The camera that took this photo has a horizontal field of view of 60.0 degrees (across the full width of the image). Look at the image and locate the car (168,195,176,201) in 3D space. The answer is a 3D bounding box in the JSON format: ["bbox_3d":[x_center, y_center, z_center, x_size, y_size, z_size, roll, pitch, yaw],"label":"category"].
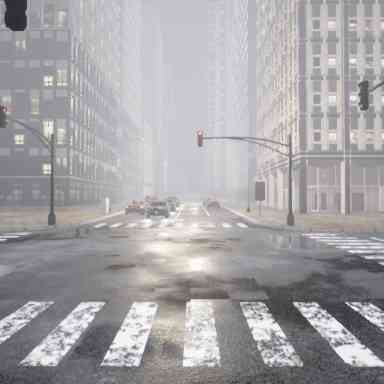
[{"bbox_3d":[-5.322,1.586,89.548,2.008,1.369,4.403,1,0,0],"label":"car"}]

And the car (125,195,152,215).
[{"bbox_3d":[-5.540,1.452,33.797,1.967,1.590,4.097,1,0,0],"label":"car"}]

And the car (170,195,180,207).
[{"bbox_3d":[-2.896,1.371,49.858,2.097,1.767,4.553,0,0,0],"label":"car"}]

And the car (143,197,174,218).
[{"bbox_3d":[-2.979,1.516,30.335,1.837,1.490,4.892,0,0,0],"label":"car"}]

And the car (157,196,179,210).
[{"bbox_3d":[-2.941,1.519,39.784,1.837,1.490,4.892,0,0,0],"label":"car"}]

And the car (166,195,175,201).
[{"bbox_3d":[-5.344,1.577,83.973,1.887,1.381,4.507,1,0,0],"label":"car"}]

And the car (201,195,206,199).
[{"bbox_3d":[2.928,1.547,56.302,1.752,1.417,4.829,1,0,0],"label":"car"}]

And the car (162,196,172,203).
[{"bbox_3d":[-5.388,1.572,72.823,1.887,1.381,4.507,1,0,0],"label":"car"}]

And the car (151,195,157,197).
[{"bbox_3d":[-5.493,1.332,44.948,2.192,1.841,5.009,1,0,0],"label":"car"}]

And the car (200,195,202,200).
[{"bbox_3d":[2.948,1.589,61.709,1.947,1.339,4.313,1,0,0],"label":"car"}]

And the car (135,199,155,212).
[{"bbox_3d":[-5.521,1.596,39.372,1.802,1.307,4.206,1,0,0],"label":"car"}]

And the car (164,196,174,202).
[{"bbox_3d":[-5.366,1.581,78.398,2.008,1.369,4.403,1,0,0],"label":"car"}]

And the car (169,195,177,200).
[{"bbox_3d":[-5.300,1.604,95.124,1.947,1.339,4.313,1,0,0],"label":"car"}]

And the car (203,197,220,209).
[{"bbox_3d":[2.881,1.599,44.976,1.802,1.307,4.206,1,0,0],"label":"car"}]
